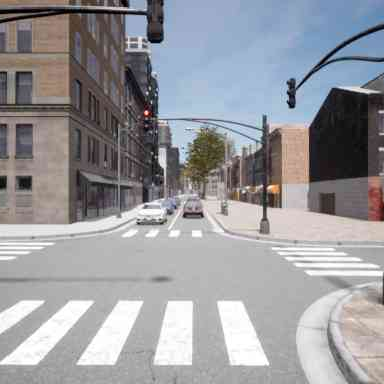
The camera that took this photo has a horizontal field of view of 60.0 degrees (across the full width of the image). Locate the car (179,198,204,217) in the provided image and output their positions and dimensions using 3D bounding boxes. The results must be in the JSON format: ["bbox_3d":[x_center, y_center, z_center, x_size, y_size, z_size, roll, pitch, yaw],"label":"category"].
[{"bbox_3d":[0.113,1.533,30.912,2.033,1.411,5.357,0,0,0],"label":"car"}]

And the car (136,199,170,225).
[{"bbox_3d":[-2.857,1.515,24.352,1.812,1.442,4.674,0,0,0],"label":"car"}]

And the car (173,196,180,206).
[{"bbox_3d":[-2.834,1.507,43.676,1.812,1.442,4.674,0,0,0],"label":"car"}]

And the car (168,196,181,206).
[{"bbox_3d":[-2.822,1.485,53.767,1.837,1.490,4.892,0,0,0],"label":"car"}]

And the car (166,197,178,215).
[{"bbox_3d":[-2.860,1.531,33.962,2.033,1.411,5.357,0,0,0],"label":"car"}]
